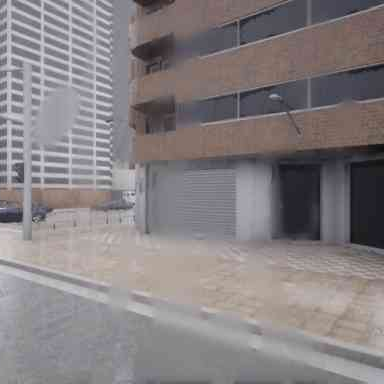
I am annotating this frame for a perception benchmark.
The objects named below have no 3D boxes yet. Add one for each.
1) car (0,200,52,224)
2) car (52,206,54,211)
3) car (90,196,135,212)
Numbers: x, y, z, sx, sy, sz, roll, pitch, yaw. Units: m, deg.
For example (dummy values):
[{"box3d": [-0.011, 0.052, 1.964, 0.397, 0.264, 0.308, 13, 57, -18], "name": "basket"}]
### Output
[{"box3d": [-12.492, 1.351, 22.863, 2.097, 1.767, 4.553, 0, 0, 36], "name": "car"}, {"box3d": [-15.533, 1.601, 30.932, 1.895, 1.301, 4.718, 0, 0, 36], "name": "car"}, {"box3d": [-9.383, 1.547, 39.393, 2.033, 1.411, 5.357, 0, 0, 36], "name": "car"}]
